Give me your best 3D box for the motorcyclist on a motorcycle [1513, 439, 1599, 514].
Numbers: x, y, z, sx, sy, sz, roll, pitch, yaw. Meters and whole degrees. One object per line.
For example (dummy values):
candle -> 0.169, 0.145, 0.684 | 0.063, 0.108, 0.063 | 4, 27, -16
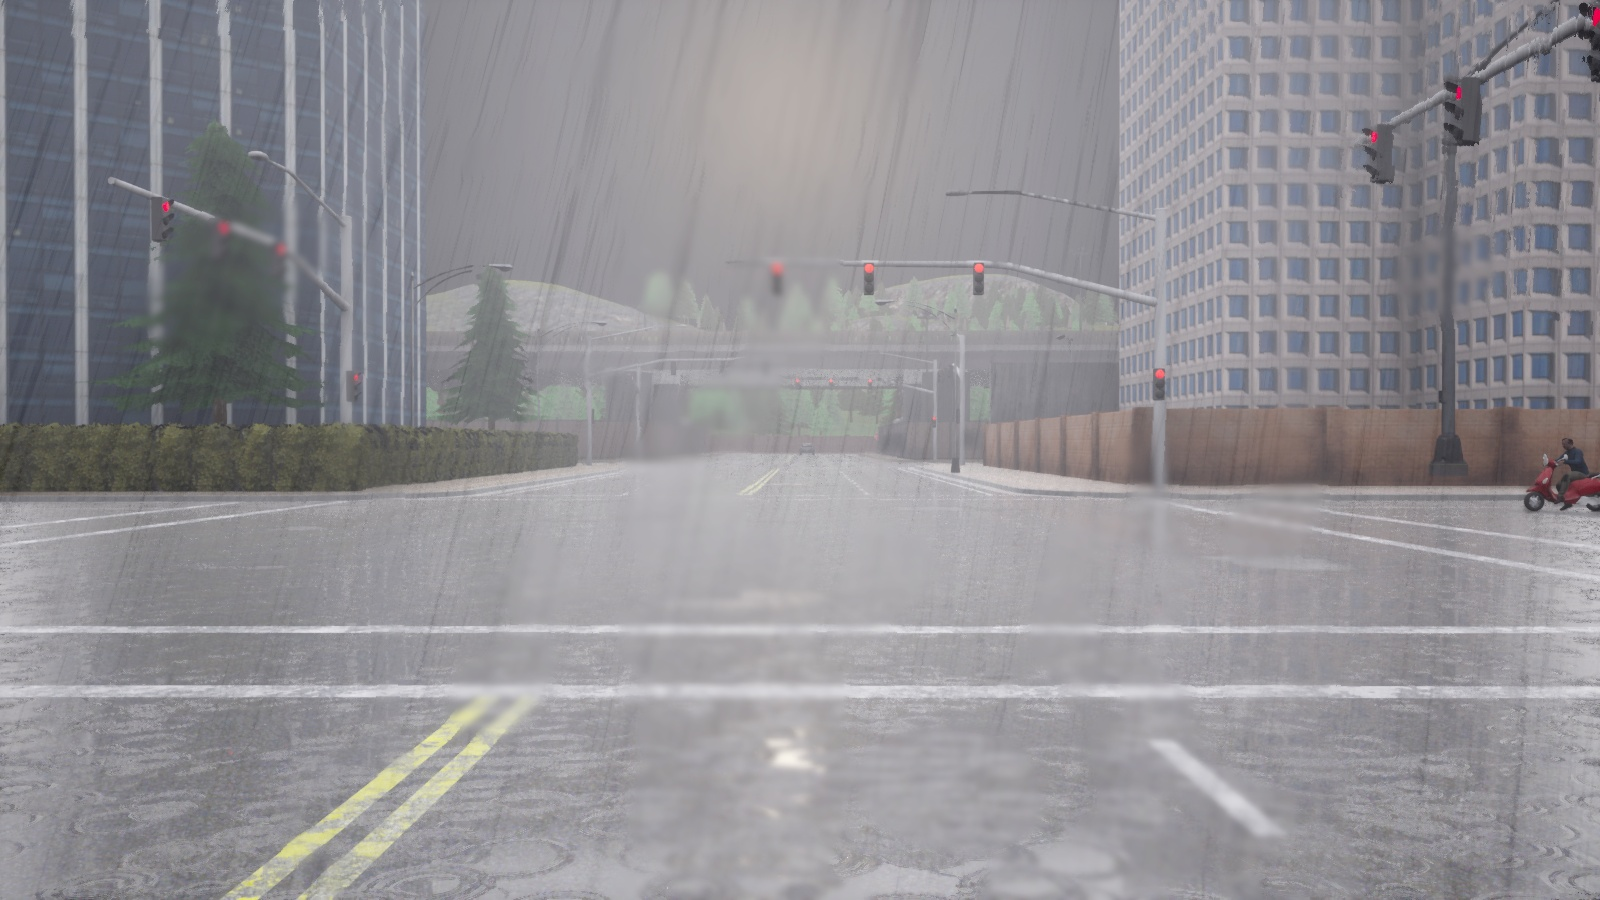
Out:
motorcyclist on a motorcycle -> 16.569, 0.560, 27.136 | 1.817, 1.590, 0.866 | 0, 0, 1
